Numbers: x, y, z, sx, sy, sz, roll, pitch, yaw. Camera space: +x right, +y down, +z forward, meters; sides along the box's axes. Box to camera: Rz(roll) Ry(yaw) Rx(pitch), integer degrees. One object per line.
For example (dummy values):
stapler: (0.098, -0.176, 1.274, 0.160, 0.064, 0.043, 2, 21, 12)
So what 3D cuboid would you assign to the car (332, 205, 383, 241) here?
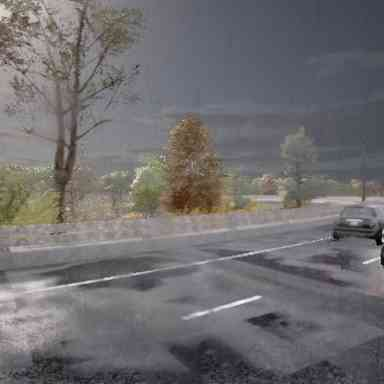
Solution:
car: (8.627, 1.398, 16.061, 4.553, 1.767, 2.097, 0, 0, -44)

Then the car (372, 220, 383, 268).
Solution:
car: (7.342, 1.588, 10.015, 4.181, 1.385, 1.994, 0, 0, -42)
